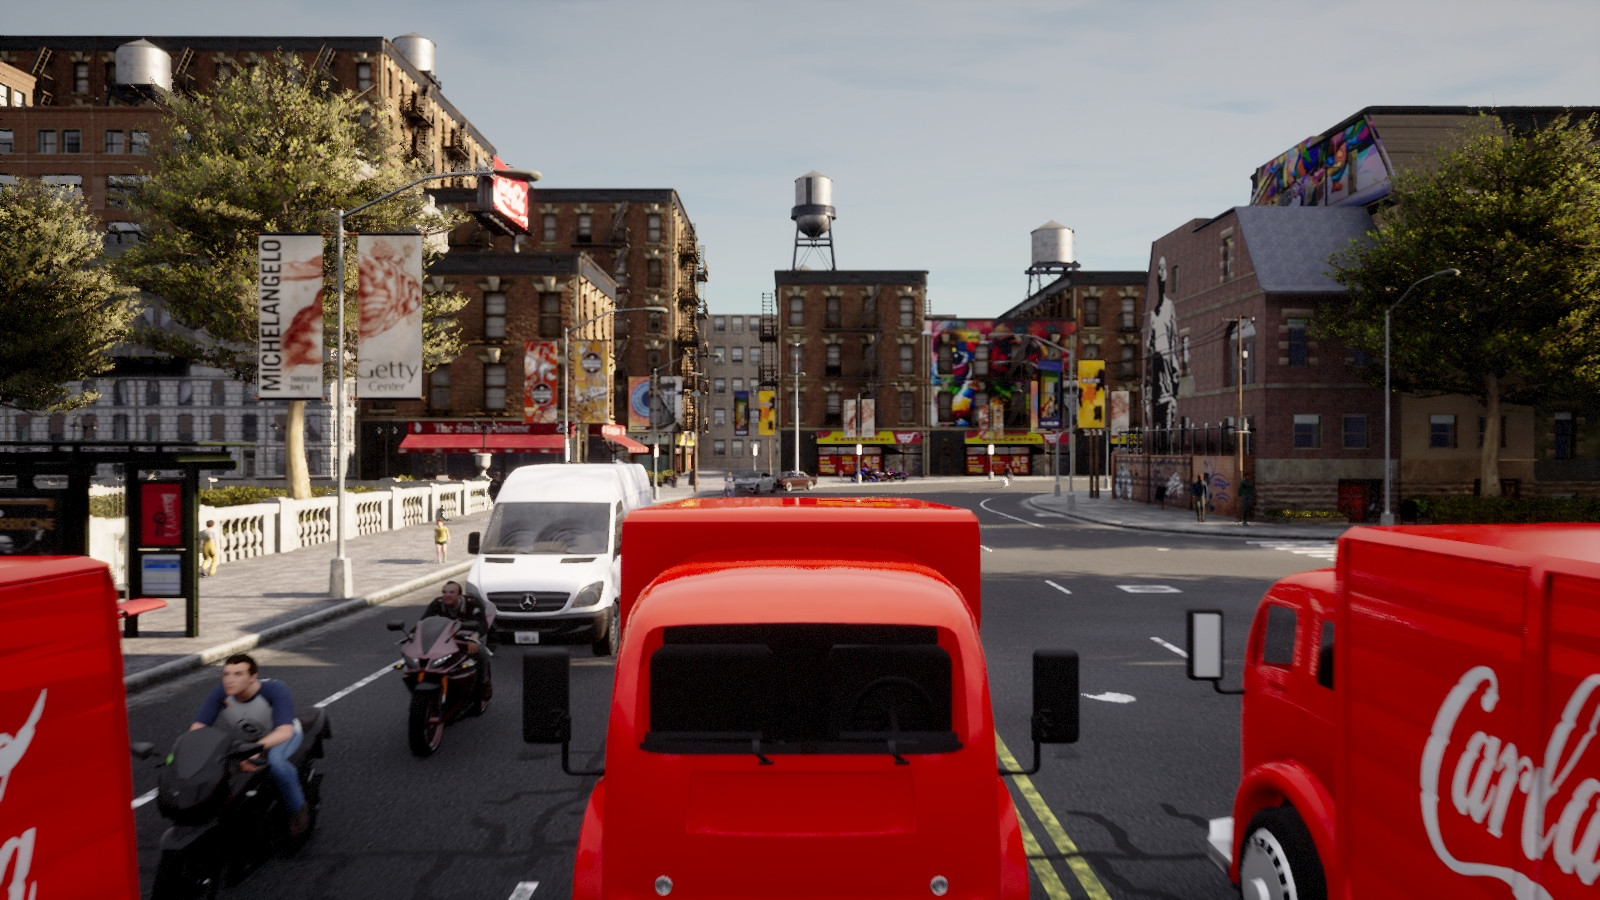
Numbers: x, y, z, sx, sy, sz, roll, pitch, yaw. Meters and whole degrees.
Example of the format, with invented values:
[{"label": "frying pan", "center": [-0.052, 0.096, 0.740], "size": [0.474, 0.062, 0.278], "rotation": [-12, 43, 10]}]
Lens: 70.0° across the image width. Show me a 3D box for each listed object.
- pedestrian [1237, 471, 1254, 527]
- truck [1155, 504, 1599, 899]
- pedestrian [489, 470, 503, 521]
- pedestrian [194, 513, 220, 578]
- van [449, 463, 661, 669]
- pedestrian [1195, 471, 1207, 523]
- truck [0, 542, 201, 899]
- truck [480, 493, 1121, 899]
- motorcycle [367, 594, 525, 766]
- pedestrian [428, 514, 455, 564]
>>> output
[{"label": "pedestrian", "center": [15.192, 1.666, 38.971], "size": [0.375, 1.860, 0.375], "rotation": [0, 0, -11]}, {"label": "truck", "center": [3.487, 1.560, 4.455], "size": [2.627, 2.467, 5.204], "rotation": [0, 0, 0]}, {"label": "pedestrian", "center": [-11.196, 1.665, 42.142], "size": [0.375, 1.860, 0.375], "rotation": [0, 0, 10]}, {"label": "pedestrian", "center": [-12.200, 1.960, 23.515], "size": [0.375, 1.300, 0.375], "rotation": [0, 0, -7]}, {"label": "van", "center": [-3.489, 1.521, 17.540], "size": [1.988, 2.561, 5.915], "rotation": [0, 0, 0]}, {"label": "pedestrian", "center": [14.265, 1.665, 40.670], "size": [0.375, 1.860, 0.375], "rotation": [0, 0, 15]}, {"label": "truck", "center": [-3.497, 1.567, 1.561], "size": [2.627, 2.467, 5.204], "rotation": [0, 0, 0]}, {"label": "truck", "center": [-0.002, 1.573, 7.284], "size": [2.627, 2.467, 5.204], "rotation": [0, -1, 0]}, {"label": "motorcycle", "center": [-3.429, 2.196, 11.312], "size": [0.867, 1.251, 2.209], "rotation": [0, 0, 1]}, {"label": "pedestrian", "center": [-8.281, 2.056, 26.414], "size": [0.500, 1.100, 0.500], "rotation": [0, 0, -6]}]
